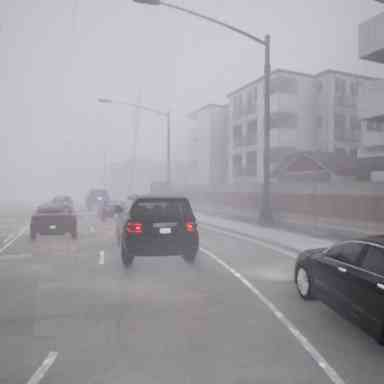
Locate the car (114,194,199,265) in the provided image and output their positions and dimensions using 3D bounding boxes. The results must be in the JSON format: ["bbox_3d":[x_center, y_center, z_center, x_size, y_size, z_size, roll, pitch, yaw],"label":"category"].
[{"bbox_3d":[-1.370,1.067,11.344,2.150,2.045,5.566,0,1,-14],"label":"car"}]

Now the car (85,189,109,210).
[{"bbox_3d":[-10.029,0.733,35.210,2.150,2.045,5.566,0,1,-21],"label":"car"}]

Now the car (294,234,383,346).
[{"bbox_3d":[3.247,1.439,5.299,1.837,1.490,4.892,0,1,-5],"label":"car"}]

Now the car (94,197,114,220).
[{"bbox_3d":[-5.774,1.264,24.260,1.895,1.301,4.718,0,1,-20],"label":"car"}]

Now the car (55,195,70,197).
[{"bbox_3d":[-11.771,1.074,30.290,1.837,1.490,4.892,0,0,-21],"label":"car"}]

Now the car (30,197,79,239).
[{"bbox_3d":[-6.526,1.249,16.009,1.882,1.535,5.008,0,1,-19],"label":"car"}]
